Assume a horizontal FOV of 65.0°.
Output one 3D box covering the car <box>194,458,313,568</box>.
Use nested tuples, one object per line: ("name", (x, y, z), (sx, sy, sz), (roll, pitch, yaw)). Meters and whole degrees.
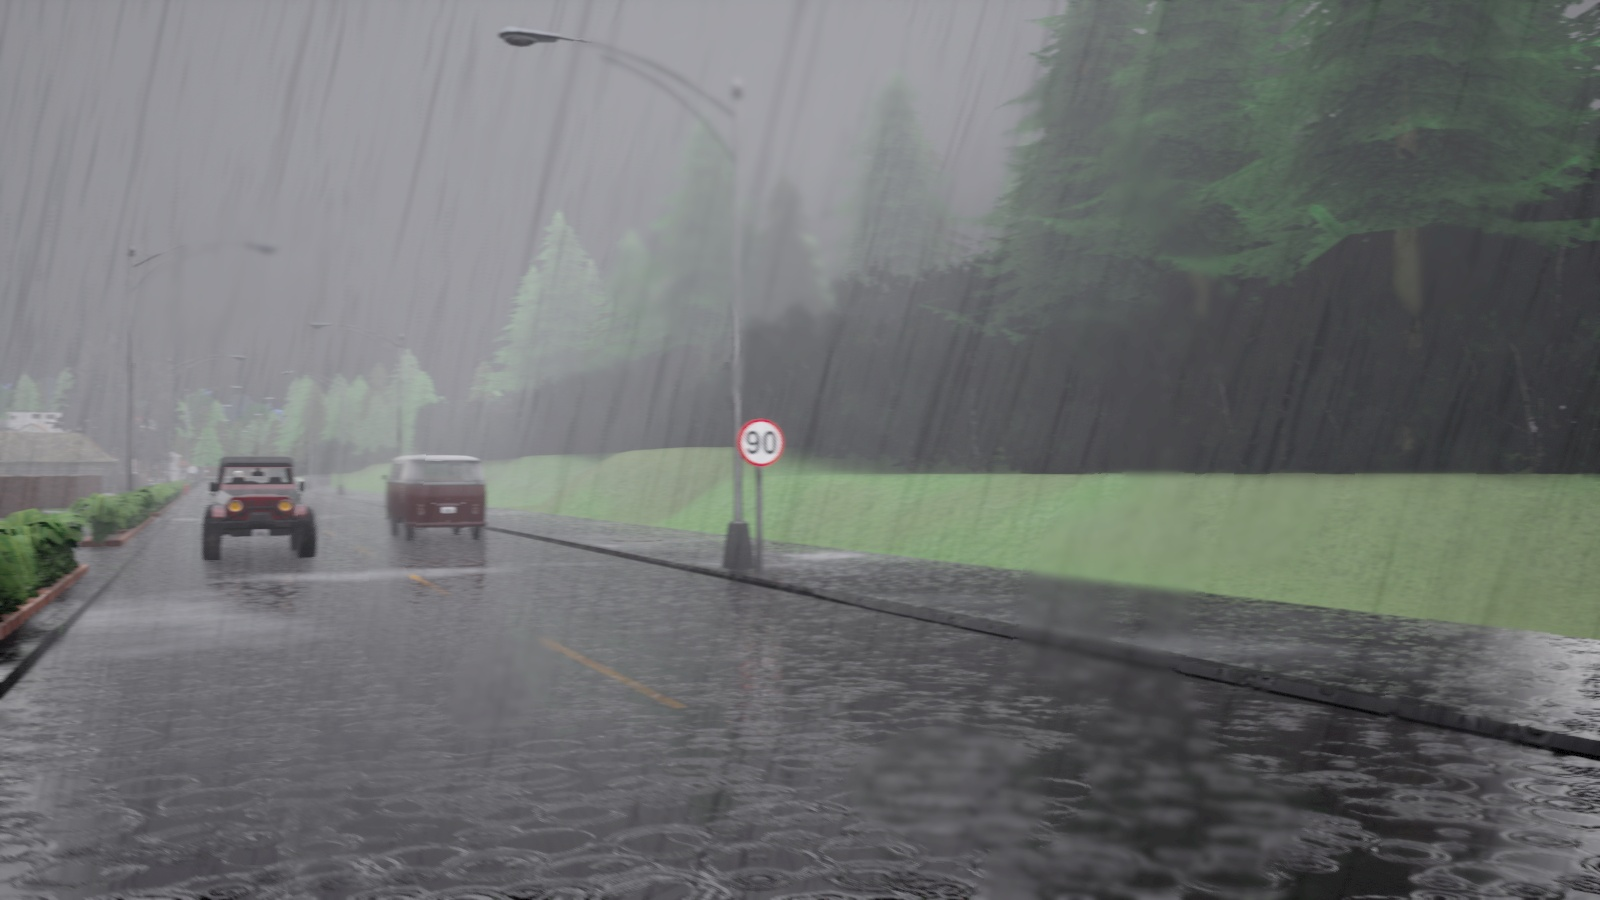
("car", (-10.388, 1.131, 23.774), (1.905, 1.878, 3.866), (0, -1, -25))

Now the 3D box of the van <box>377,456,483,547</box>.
("van", (-8.933, 1.181, 30.063), (1.775, 1.987, 4.442), (0, -1, -25))
